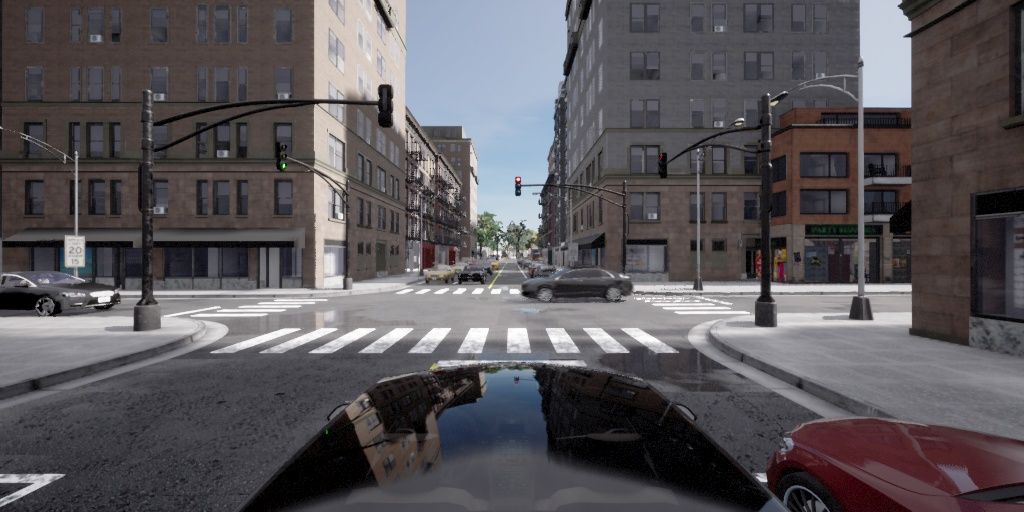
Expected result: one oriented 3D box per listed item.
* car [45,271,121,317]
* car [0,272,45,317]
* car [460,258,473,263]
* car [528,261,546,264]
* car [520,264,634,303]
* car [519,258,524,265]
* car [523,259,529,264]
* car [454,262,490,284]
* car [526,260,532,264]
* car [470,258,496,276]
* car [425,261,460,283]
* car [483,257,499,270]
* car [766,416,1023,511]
[{"bbox_3d":[-17.092,1.310,12.928,4.902,1.511,2.128,0,0,1],"label":"car"},{"bbox_3d":[-5.399,1.065,0.780,2.192,1.841,5.009,0,0,0],"label":"car"},{"bbox_3d":[-5.487,1.278,38.581,1.751,1.417,4.829,0,0,0],"label":"car"},{"bbox_3d":[2.584,1.302,27.804,2.007,1.370,4.403,0,0,0],"label":"car"},{"bbox_3d":[2.862,1.238,15.935,4.892,1.490,1.837,0,0,0],"label":"car"},{"bbox_3d":[2.528,1.306,55.213,2.007,1.370,4.403,0,0,0],"label":"car"},{"bbox_3d":[2.562,1.303,38.768,2.007,1.370,4.403,0,0,0],"label":"car"},{"bbox_3d":[-2.884,1.352,26.689,1.895,1.301,4.718,0,0,-1],"label":"car"},{"bbox_3d":[2.573,1.297,33.286,1.888,1.381,4.507,0,0,0],"label":"car"},{"bbox_3d":[-2.923,1.258,37.340,1.837,1.490,4.892,0,0,0],"label":"car"},{"bbox_3d":[-5.468,1.277,27.618,1.751,1.417,4.829,0,0,0],"label":"car"},{"bbox_3d":[-2.932,1.233,51.419,1.882,1.535,5.008,0,0,0],"label":"car"},{"bbox_3d":[2.640,1.332,0.796,1.802,1.307,4.207,0,0,0],"label":"car"}]
